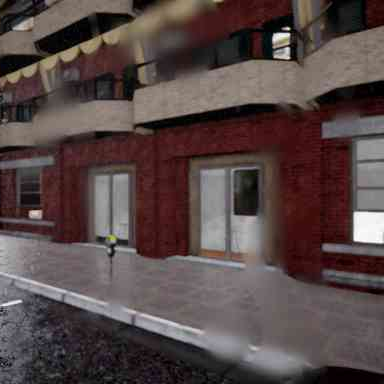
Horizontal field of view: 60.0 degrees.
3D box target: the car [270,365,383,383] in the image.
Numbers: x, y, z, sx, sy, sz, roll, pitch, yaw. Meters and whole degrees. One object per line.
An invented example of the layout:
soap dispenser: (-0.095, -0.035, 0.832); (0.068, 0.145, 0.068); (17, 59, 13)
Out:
car: (2.063, 1.569, 1.259); (4.313, 1.339, 1.947); (0, 0, 36)
